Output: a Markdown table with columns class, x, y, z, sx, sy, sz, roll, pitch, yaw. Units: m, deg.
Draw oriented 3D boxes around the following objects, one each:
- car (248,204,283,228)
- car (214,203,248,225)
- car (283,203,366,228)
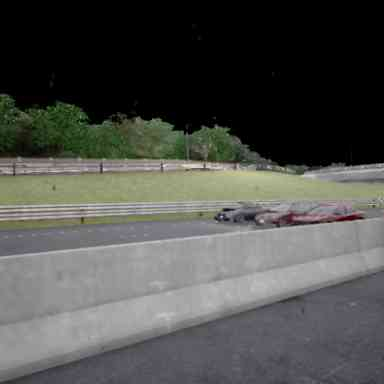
| class | x | y | z | sx | sy | sz | roll | pitch | yaw |
| --- | --- | --- | --- | --- | --- | --- | --- | --- | --- |
| car | 6.073 | 1.471 | 21.259 | 4.674 | 1.442 | 1.812 | 0 | 0 | -36 |
| car | 3.628 | 1.510 | 23.821 | 4.181 | 1.385 | 1.994 | 0 | 0 | -36 |
| car | 7.417 | 1.424 | 17.925 | 5.008 | 1.535 | 1.882 | 0 | 0 | -36 |
